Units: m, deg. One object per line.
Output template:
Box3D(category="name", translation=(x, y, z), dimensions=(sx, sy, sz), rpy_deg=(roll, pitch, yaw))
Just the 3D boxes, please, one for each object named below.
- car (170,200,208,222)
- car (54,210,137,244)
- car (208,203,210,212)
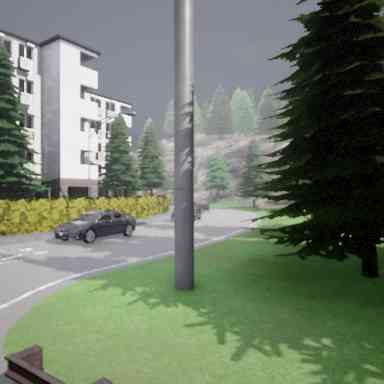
Box3D(category="car", translation=(-0.409, 1.736, 28.315), dimensions=(2.128, 1.511, 4.902), rpy_deg=(0, 0, 15))
Box3D(category="car", translation=(-4.949, 1.739, 17.673), dimensions=(1.837, 1.490, 4.892), rpy_deg=(0, 0, 29))
Box3D(category="car", translation=(1.116, 1.752, 43.270), dimensions=(1.882, 1.535, 5.008), rpy_deg=(0, 0, -6))
